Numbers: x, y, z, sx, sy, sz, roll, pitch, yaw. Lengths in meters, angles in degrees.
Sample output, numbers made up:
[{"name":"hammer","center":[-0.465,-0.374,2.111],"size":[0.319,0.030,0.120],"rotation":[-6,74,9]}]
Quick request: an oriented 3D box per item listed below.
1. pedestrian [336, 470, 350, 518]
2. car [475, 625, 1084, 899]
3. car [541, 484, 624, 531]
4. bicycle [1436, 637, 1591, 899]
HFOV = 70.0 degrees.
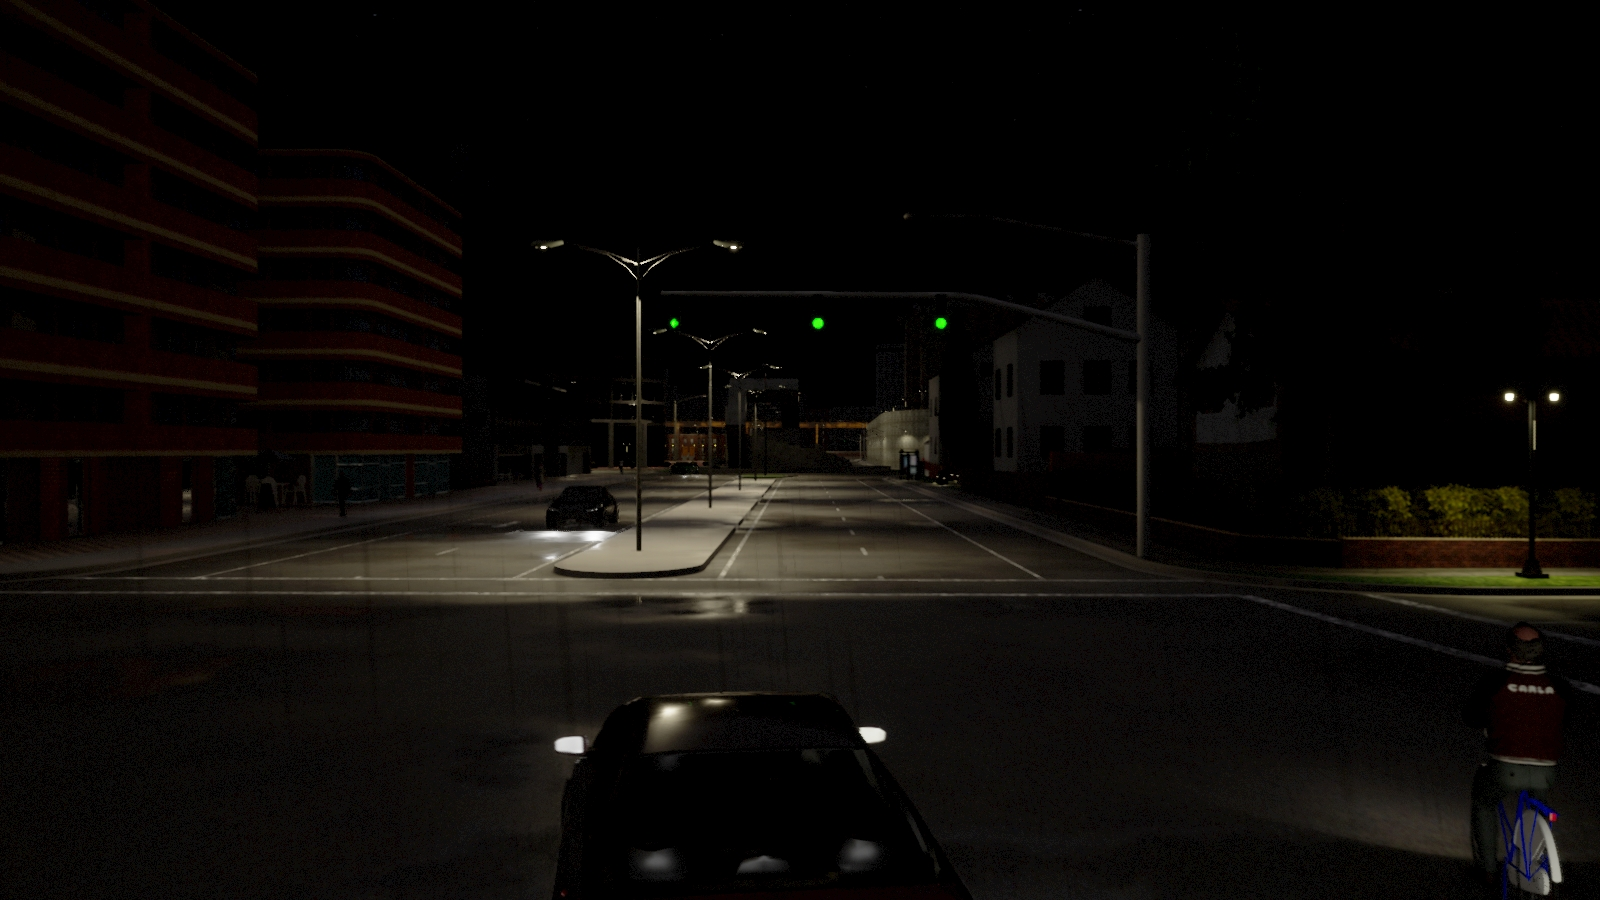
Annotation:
[{"name":"pedestrian","center":[-17.815,1.704,44.515],"size":[0.375,1.860,0.375],"rotation":[0,0,1]},{"name":"car","center":[-0.339,2.041,5.975],"size":[2.007,1.525,4.514],"rotation":[0,0,-8]},{"name":"car","center":[-7.947,2.070,42.191],"size":[2.163,1.488,4.792],"rotation":[0,0,0]},{"name":"bicycle","center":[4.322,2.049,7.022],"size":[0.329,1.496,1.835],"rotation":[1,0,17]}]
